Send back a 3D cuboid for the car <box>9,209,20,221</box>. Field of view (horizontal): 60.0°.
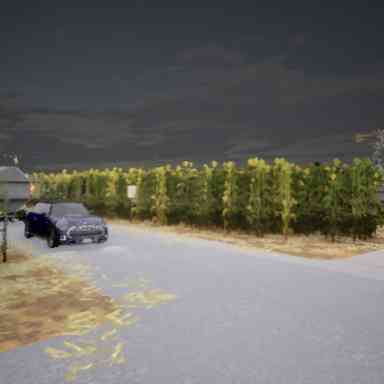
[{"bbox_3d":[-11.930,1.304,21.320,1.895,1.301,4.718,1,0,-42],"label":"car"}]

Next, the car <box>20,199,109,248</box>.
[{"bbox_3d":[-5.302,1.162,13.867,2.097,1.767,4.553,1,0,-41],"label":"car"}]
